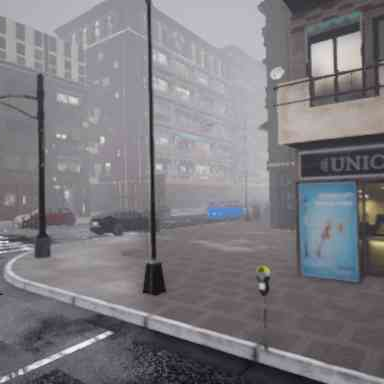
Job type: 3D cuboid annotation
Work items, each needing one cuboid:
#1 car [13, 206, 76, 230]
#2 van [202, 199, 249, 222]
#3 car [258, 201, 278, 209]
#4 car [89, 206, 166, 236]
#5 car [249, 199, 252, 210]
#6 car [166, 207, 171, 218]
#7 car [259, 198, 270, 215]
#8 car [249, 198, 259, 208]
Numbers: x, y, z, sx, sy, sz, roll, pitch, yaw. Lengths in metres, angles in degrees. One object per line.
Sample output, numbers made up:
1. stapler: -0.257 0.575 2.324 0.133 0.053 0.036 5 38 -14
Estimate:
1. car: -10.541 1.769 23.830 1.967 1.590 4.097 -2 -2 36
2. van: 2.870 1.521 27.993 1.690 1.788 3.998 -2 -2 36
3. car: 12.741 2.132 55.694 1.802 1.307 4.206 -2 -2 36
4. car: -3.776 1.683 18.882 1.947 1.339 4.313 -2 -2 36
5. car: 6.089 2.038 46.590 2.008 1.369 4.403 -2 -2 36
6. car: -3.888 1.958 32.932 1.947 1.339 4.313 -2 -2 36
7. car: 9.524 1.684 37.096 1.967 1.590 4.097 -2 -2 36
8. car: 9.409 1.834 51.148 2.192 1.841 5.009 -2 -2 36
